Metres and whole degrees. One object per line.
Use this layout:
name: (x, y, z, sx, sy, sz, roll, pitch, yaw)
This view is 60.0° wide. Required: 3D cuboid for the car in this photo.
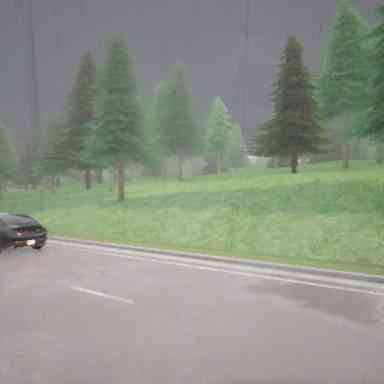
car: (-7.991, 1.642, 13.867, 4.892, 1.490, 1.837, 0, 0, 36)
